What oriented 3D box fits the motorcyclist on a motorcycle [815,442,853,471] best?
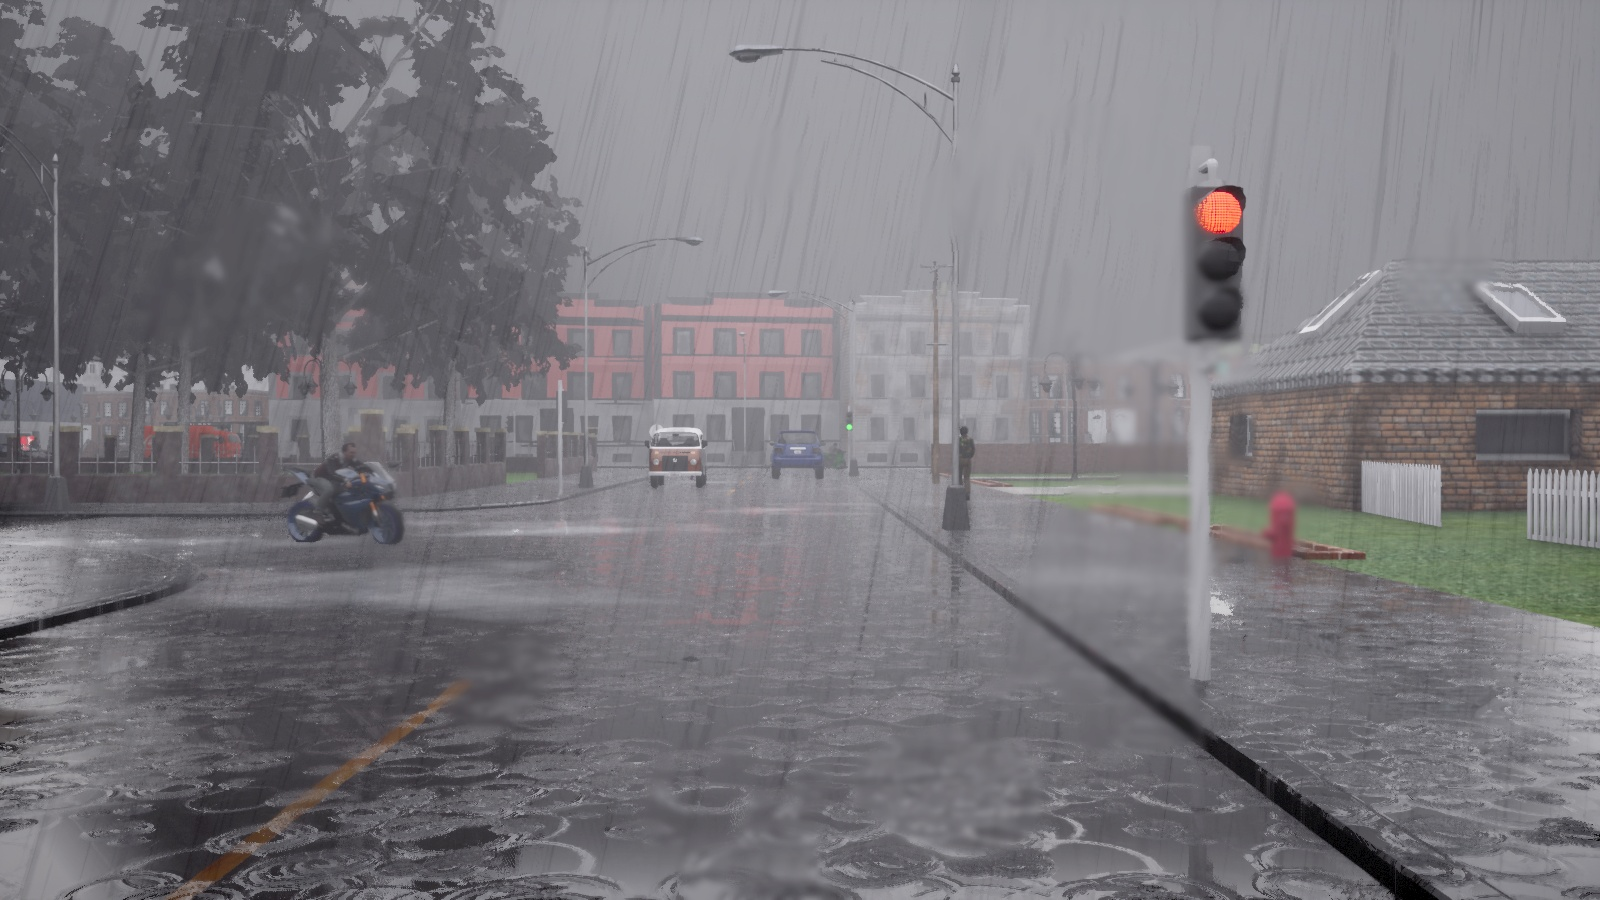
[{"bbox_3d":[1.824,0.348,67.785,0.797,1.523,2.044,6,5,45],"label":"motorcyclist on a motorcycle"}]

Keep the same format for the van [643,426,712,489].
[{"bbox_3d":[-4.137,0.224,42.958,2.069,2.038,4.480,0,0,-2],"label":"van"}]

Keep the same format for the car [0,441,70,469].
[{"bbox_3d":[-43.051,0.280,68.747,4.902,1.511,2.128,0,0,0],"label":"car"}]

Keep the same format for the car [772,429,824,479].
[{"bbox_3d":[-0.099,0.159,54.322,2.150,2.045,5.566,0,0,0],"label":"car"}]

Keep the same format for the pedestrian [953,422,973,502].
[{"bbox_3d":[3.975,0.282,30.627,0.395,1.930,0.692,0,0,-1],"label":"pedestrian"}]

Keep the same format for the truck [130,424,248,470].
[{"bbox_3d":[-33.390,-0.155,68.773,5.204,2.467,2.627,0,0,0],"label":"truck"}]

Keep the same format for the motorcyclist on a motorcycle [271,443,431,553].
[{"bbox_3d":[-6.644,0.671,18.585,2.191,1.530,0.866,0,2,23],"label":"motorcyclist on a motorcycle"}]
